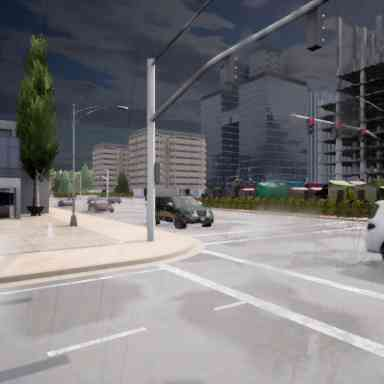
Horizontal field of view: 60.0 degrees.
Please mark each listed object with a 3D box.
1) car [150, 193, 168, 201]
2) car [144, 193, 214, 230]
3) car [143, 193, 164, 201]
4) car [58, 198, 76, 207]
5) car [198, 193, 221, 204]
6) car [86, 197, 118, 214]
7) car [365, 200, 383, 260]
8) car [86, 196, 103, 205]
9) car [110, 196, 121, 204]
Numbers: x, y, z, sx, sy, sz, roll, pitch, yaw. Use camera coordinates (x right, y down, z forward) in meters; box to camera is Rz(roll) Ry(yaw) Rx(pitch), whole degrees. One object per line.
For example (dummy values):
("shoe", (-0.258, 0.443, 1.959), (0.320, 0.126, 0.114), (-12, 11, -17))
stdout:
("car", (-7.793, 1.156, 78.641), (3.866, 1.878, 1.905), (0, 0, -34))
("car", (-0.845, 1.222, 21.651), (2.150, 2.045, 5.566), (0, 0, -33))
("car", (-9.371, 1.153, 81.068), (4.605, 1.855, 1.932), (0, 0, -34))
("car", (-18.616, 1.601, 49.531), (1.895, 1.301, 4.718), (0, 0, -32))
("car", (3.242, 1.156, 62.414), (3.866, 1.878, 1.905), (0, 0, -34))
("car", (-9.868, 1.525, 35.729), (1.812, 1.442, 4.674), (0, 0, -33))
("car", (7.496, 1.223, 8.624), (2.150, 2.045, 5.566), (0, 0, -33))
("car", (-18.284, 1.564, 62.222), (1.994, 1.385, 4.181), (0, 0, -33))
("car", (-15.326, 1.547, 64.118), (2.033, 1.411, 5.357), (0, 0, -34))
